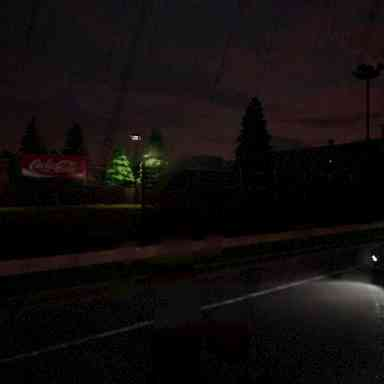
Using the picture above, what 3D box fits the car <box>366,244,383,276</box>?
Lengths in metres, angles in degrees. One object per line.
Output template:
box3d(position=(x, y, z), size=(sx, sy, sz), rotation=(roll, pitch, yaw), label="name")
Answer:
box3d(position=(7.093, 1.603, 9.406), size=(5.357, 1.411, 2.033), rotation=(0, 0, -36), label="car")
